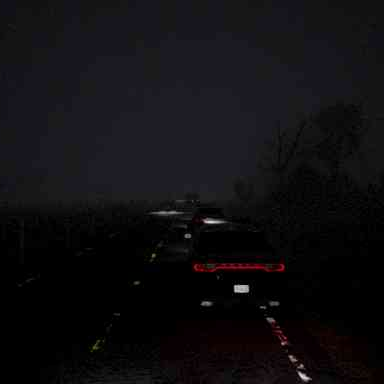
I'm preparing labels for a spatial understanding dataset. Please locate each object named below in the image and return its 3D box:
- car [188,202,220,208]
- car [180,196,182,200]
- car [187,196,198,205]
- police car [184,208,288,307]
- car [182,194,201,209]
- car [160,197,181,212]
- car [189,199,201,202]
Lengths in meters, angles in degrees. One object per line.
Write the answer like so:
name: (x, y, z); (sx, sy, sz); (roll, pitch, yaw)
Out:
car: (0.850, 1.508, 18.076); (1.837, 1.490, 4.892); (0, 0, 0)
car: (-2.625, 1.744, 93.896); (1.895, 1.301, 4.718); (0, 0, 0)
car: (0.081, 1.534, 60.583); (1.882, 1.535, 5.008); (0, 0, 0)
police car: (0.837, 1.426, 8.186); (1.930, 1.638, 5.238); (0, 0, 0)
car: (0.099, 1.250, 45.969); (2.150, 2.045, 5.566); (0, 0, 1)
car: (-2.696, 1.583, 39.589); (1.994, 1.385, 4.181); (0, 0, 0)
car: (0.858, 1.511, 24.076); (1.837, 1.490, 4.892); (0, 0, 0)
